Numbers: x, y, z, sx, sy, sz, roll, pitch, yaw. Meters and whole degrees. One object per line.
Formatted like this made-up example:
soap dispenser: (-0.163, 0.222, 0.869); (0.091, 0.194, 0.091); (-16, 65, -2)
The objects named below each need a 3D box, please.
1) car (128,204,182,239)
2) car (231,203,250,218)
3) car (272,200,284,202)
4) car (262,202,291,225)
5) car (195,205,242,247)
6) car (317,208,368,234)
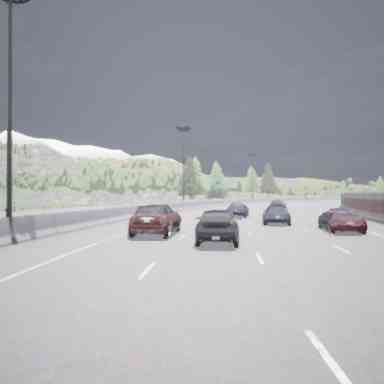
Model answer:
car: (-1.904, 1.444, 18.331); (2.097, 1.767, 4.553); (0, 0, 8)
car: (4.575, 1.741, 33.015); (1.994, 1.385, 4.181); (0, 0, 14)
car: (10.590, 1.734, 41.033); (1.837, 1.490, 4.892); (0, 0, 18)
car: (6.357, 1.704, 25.187); (1.994, 1.385, 4.181); (0, 0, 11)
car: (1.244, 1.588, 15.585); (1.837, 1.490, 4.892); (0, 0, 7)
car: (8.984, 1.682, 20.169); (1.994, 1.385, 4.181); (0, 0, 9)
